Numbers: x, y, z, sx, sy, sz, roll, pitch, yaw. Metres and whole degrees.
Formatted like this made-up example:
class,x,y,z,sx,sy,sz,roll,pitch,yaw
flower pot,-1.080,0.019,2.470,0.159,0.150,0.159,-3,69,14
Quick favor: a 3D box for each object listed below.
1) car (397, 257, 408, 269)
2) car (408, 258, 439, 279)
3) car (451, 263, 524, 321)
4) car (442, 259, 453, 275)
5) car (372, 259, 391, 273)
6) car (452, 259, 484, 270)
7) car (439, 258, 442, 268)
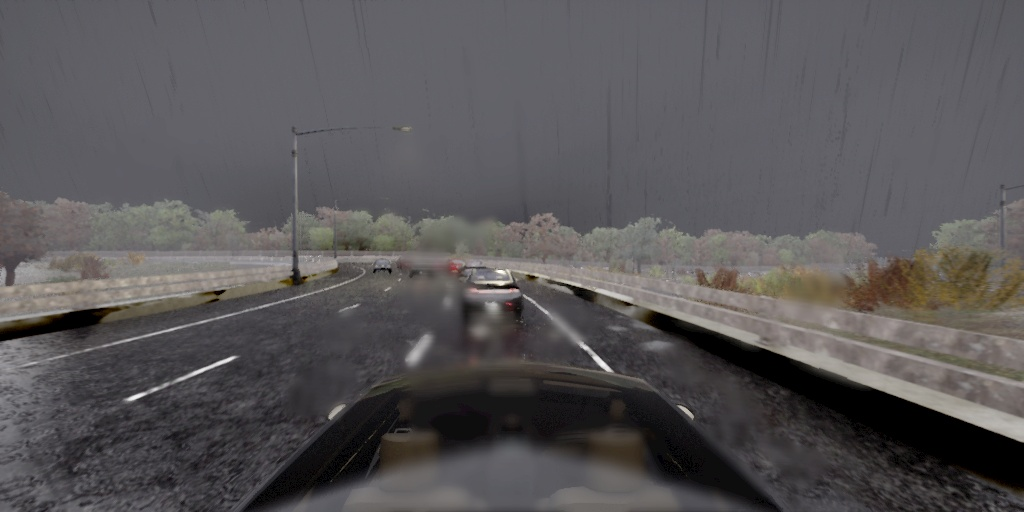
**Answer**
class,x,y,z,sx,sy,sz,roll,pitch,yaw
car,-13.901,0.936,47.252,1.882,1.535,5.008,0,1,-24
car,-7.422,1.073,29.658,1.837,1.490,4.892,0,1,-17
car,-0.726,1.165,12.133,2.128,1.511,4.902,0,0,-5
car,-5.231,1.000,34.535,1.882,1.535,5.008,0,1,-17
car,-14.251,1.067,39.356,2.033,1.411,5.357,0,0,-21
car,-2.761,1.077,25.086,2.128,1.511,4.902,0,1,-13
car,-10.148,1.008,47.425,1.994,1.385,4.181,0,1,-24
